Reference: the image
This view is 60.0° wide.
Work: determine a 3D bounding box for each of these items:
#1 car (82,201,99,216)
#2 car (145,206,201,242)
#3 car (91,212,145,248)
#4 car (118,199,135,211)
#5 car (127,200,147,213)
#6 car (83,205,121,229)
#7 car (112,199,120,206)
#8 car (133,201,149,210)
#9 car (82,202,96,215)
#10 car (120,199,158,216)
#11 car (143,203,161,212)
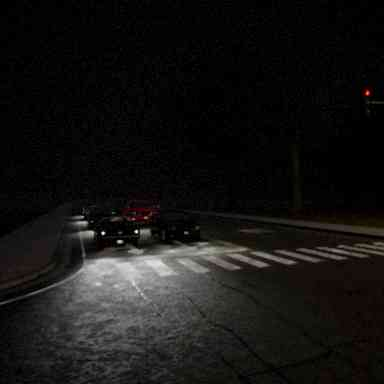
[{"bbox_3d":[-13.585,2.142,44.359,2.097,1.767,4.553,0,-1,-19],"label":"car"},{"bbox_3d":[-1.046,1.750,18.447,1.882,1.535,5.008,0,-1,-18],"label":"car"},{"bbox_3d":[-3.839,1.885,16.589,1.895,1.301,4.718,0,-1,-19],"label":"car"},{"bbox_3d":[-11.438,2.185,57.960,2.150,2.045,5.566,0,-1,-19],"label":"car"},{"bbox_3d":[-8.118,2.134,48.712,2.097,1.767,4.553,0,-1,-19],"label":"car"},{"bbox_3d":[-7.044,1.993,25.688,2.033,1.411,5.357,0,-1,-19],"label":"car"},{"bbox_3d":[-7.985,1.849,38.134,2.150,2.045,5.566,0,-1,-20],"label":"car"},{"bbox_3d":[-9.902,2.521,63.700,2.128,1.511,4.902,0,-1,-20],"label":"car"},{"bbox_3d":[-10.226,2.135,34.725,1.812,1.442,4.674,0,-1,-19],"label":"car"},{"bbox_3d":[-4.426,1.664,28.028,2.150,2.045,5.566,0,-1,-19],"label":"car"},{"bbox_3d":[-6.622,2.447,54.381,1.895,1.301,4.718,0,-1,-19],"label":"car"}]
